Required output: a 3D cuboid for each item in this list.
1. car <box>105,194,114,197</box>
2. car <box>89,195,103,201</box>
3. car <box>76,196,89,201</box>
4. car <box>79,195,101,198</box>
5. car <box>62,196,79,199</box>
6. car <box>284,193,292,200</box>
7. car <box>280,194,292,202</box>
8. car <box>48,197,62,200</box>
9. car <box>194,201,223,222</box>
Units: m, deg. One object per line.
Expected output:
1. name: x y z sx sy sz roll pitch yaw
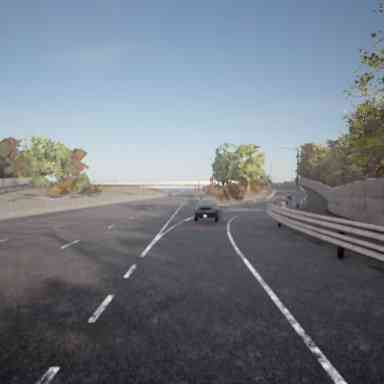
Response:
1. car: -21.003 1.391 85.108 2.097 1.767 4.553 0 0 0
2. car: -24.503 1.561 85.078 2.128 1.511 4.902 0 0 0
3. car: -28.003 1.631 85.048 1.895 1.301 4.718 0 0 0
4. car: -21.003 1.373 68.859 2.097 1.767 4.553 0 0 0
5. car: -24.502 1.518 68.829 1.837 1.490 4.892 0 0 0
6. car: 26.317 1.232 91.077 1.837 1.490 4.892 0 4 19
7. car: 22.835 1.855 81.634 2.128 1.511 4.902 0 3 20
8. car: -28.003 1.613 68.798 1.895 1.301 4.718 0 0 0
9. car: 1.372 1.526 26.708 1.837 1.490 4.892 -1 -1 10
